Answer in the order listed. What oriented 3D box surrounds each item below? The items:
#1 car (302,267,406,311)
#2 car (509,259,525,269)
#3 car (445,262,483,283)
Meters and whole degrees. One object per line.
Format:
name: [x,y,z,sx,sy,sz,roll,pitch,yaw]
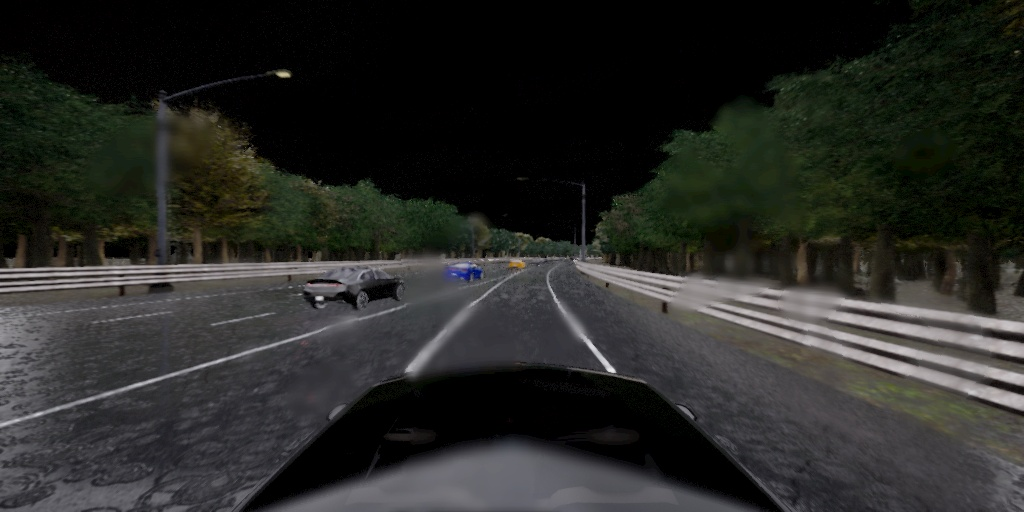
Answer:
car: [-5.911,1.185,14.136,2.128,1.511,4.902,0,0,9]
car: [0.798,1.219,54.516,1.882,1.535,5.008,0,0,9]
car: [-3.626,1.198,27.885,1.882,1.535,5.008,0,0,9]
